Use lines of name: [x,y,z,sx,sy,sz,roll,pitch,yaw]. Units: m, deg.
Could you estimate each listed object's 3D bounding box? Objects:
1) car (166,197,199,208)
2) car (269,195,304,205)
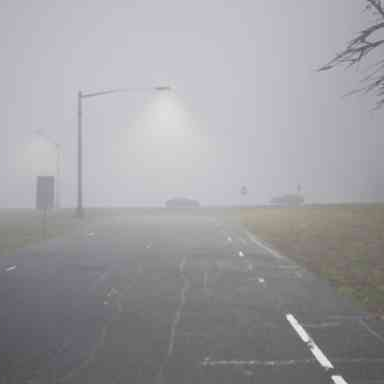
car: [-1.149,1.324,41.038,4.181,1.385,1.994,0,-2,0]
car: [13.695,1.153,48.288,4.902,1.511,2.128,-2,-3,-1]
